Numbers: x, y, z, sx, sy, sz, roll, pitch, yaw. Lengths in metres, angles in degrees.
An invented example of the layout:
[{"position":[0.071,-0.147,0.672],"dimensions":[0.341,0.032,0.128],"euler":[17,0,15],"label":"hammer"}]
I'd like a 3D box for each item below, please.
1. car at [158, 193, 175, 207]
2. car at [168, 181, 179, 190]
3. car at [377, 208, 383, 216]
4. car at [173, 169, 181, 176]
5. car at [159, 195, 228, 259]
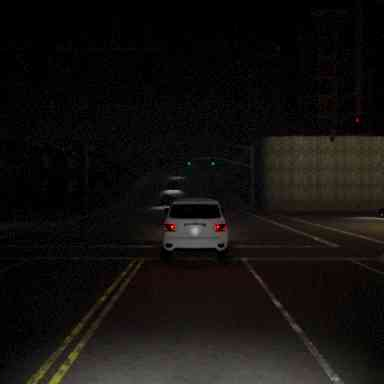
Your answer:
[{"position":[-3.582,1.111,47.340],"dimensions":[2.033,1.411,5.357],"euler":[0,5,0],"label":"car"},{"position":[-3.520,-1.366,63.633],"dimensions":[1.994,1.385,4.181],"euler":[0,12,1],"label":"car"},{"position":[19.060,1.570,28.802],"dimensions":[5.357,1.411,2.033],"euler":[0,0,0],"label":"car"},{"position":[-3.498,-4.722,78.948],"dimensions":[2.033,1.411,5.357],"euler":[0,12,0],"label":"car"},{"position":[0.096,1.232,12.763],"dimensions":[2.150,2.045,5.566],"euler":[0,0,0],"label":"car"}]
